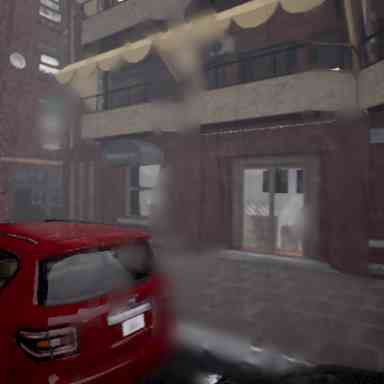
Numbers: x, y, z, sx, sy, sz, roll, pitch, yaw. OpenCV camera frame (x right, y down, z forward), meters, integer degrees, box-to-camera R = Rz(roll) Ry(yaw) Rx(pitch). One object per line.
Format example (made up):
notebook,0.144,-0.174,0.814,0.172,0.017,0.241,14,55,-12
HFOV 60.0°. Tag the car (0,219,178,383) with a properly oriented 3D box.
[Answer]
car,-2.487,1.314,4.483,5.009,1.841,2.192,0,1,36

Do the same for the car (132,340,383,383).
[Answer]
car,2.031,1.566,1.261,4.313,1.339,1.947,0,1,36
